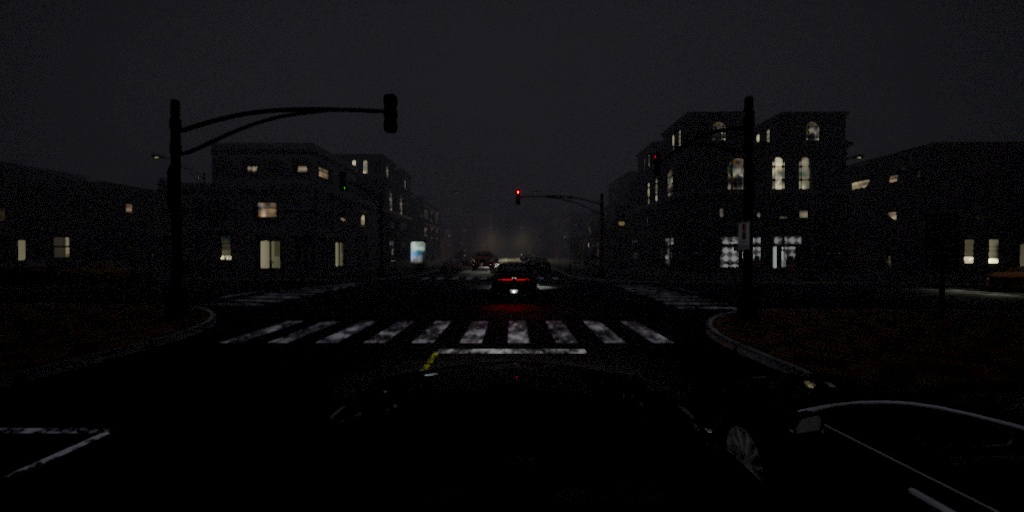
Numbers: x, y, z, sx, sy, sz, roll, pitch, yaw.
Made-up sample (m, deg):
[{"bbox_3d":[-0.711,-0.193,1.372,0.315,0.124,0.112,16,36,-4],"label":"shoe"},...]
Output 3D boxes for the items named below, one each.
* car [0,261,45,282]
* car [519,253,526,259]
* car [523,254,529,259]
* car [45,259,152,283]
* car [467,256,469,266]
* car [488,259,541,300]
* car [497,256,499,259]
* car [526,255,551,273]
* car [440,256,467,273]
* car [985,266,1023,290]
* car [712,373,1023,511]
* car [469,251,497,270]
[{"bbox_3d":[-30.824,0.938,22.456,4.207,1.307,1.802,0,0,1],"label":"car"},{"bbox_3d":[2.679,0.474,61.592,2.007,1.370,4.403,0,0,0],"label":"car"},{"bbox_3d":[2.682,0.732,45.027,1.802,1.307,4.207,0,0,0],"label":"car"},{"bbox_3d":[-25.458,0.906,22.375,4.829,1.417,1.751,0,0,1],"label":"car"},{"bbox_3d":[-5.699,0.701,45.039,2.007,1.370,4.403,0,0,0],"label":"car"},{"bbox_3d":[0.088,1.055,16.238,1.837,1.490,4.892,0,1,0],"label":"car"},{"bbox_3d":[-3.083,0.484,56.513,2.128,1.511,4.902,0,1,0],"label":"car"},{"bbox_3d":[2.684,0.869,33.986,1.948,1.339,4.313,0,0,0],"label":"car"},{"bbox_3d":[-5.696,0.884,33.997,1.802,1.307,4.207,0,0,0],"label":"car"},{"bbox_3d":[28.342,1.140,18.962,5.008,1.535,1.882,0,0,1],"label":"car"},{"bbox_3d":[2.691,1.302,1.598,2.007,1.370,4.403,0,0,0],"label":"car"},{"bbox_3d":[-3.104,0.445,39.655,2.150,2.045,5.566,0,1,0],"label":"car"}]
